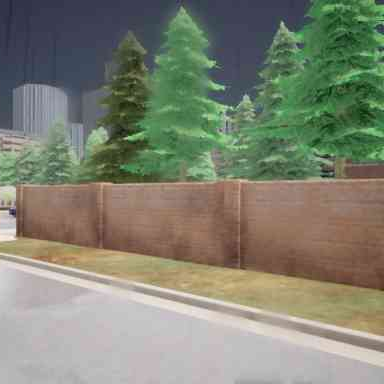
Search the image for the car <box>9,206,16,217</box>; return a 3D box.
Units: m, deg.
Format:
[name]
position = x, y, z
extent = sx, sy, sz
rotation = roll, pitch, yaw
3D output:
[car]
position = -14.016, 1.478, 30.448
extent = 1.882, 1.535, 5.008
rotation = 0, 0, 35
